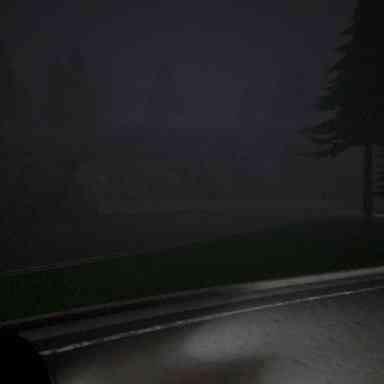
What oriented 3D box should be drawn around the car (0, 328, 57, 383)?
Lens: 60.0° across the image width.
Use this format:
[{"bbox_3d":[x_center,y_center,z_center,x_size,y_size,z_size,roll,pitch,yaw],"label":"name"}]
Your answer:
[{"bbox_3d":[-3.054,1.573,1.482,4.718,1.301,1.895,1,0,-37],"label":"car"}]
